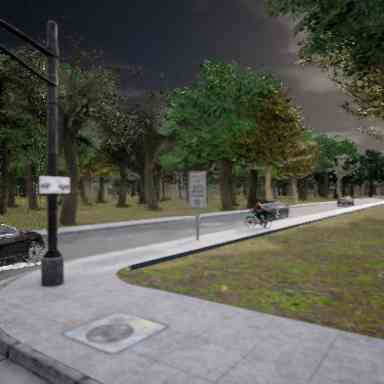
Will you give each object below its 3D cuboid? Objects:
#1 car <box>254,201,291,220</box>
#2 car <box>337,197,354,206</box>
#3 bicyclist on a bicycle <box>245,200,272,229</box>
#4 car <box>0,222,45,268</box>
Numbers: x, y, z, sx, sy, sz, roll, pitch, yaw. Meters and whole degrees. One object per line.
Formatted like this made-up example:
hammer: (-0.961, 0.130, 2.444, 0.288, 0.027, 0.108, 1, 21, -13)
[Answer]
car: (6.940, 1.503, 28.497, 1.837, 1.490, 4.892, 0, 0, 36)
car: (24.591, 1.476, 53.207, 2.128, 1.511, 4.902, 0, 0, 36)
bicyclist on a bicycle: (3.811, 1.304, 19.117, 1.656, 1.620, 0.582, -1, 0, 36)
car: (-5.921, 1.518, 9.059, 2.128, 1.511, 4.902, -1, 0, 6)
